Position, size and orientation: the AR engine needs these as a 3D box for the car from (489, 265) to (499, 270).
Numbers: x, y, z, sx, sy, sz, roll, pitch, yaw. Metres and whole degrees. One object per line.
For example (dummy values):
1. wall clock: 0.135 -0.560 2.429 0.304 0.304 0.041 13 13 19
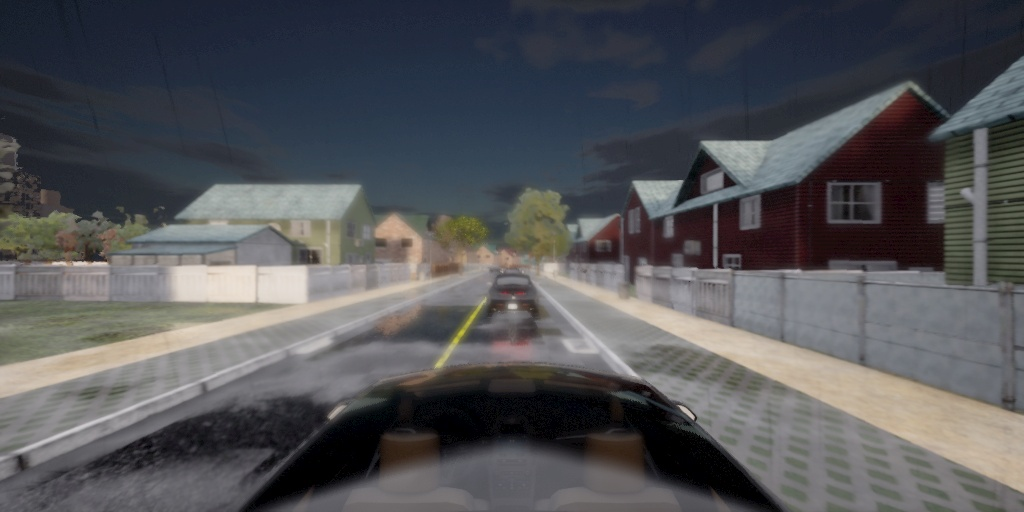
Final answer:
1. car: -2.809 2.179 59.843 1.882 1.535 5.008 0 -1 0

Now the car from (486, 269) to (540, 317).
1. car: 0.044 1.425 14.138 1.837 1.490 4.892 0 0 1

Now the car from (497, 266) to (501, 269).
1. car: 0.043 1.711 29.299 1.994 1.385 4.181 0 -1 1
